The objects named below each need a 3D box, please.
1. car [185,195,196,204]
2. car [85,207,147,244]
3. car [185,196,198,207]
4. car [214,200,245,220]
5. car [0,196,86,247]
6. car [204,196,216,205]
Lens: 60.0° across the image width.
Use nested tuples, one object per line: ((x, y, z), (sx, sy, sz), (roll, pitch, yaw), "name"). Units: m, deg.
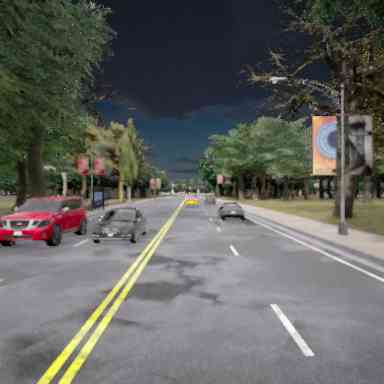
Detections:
((-0.232, 1.475, 66.922), (2.128, 1.511, 4.902), (0, 0, 0), "car")
((-3.301, 1.507, 15.936), (1.837, 1.490, 4.892), (0, 0, 0), "car")
((-0.035, 1.467, 52.249), (1.882, 1.535, 5.008), (0, 0, 0), "car")
((3.233, 1.567, 27.932), (1.994, 1.385, 4.181), (0, 0, 0), "car")
((-6.555, 1.225, 15.312), (2.150, 2.045, 5.566), (0, 0, 0), "car")
((3.084, 1.479, 57.121), (2.128, 1.511, 4.902), (0, 0, 0), "car")
